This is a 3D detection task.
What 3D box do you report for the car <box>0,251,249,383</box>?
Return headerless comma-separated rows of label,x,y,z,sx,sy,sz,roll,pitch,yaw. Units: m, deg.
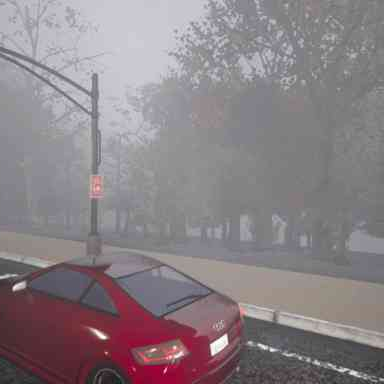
car,-1.347,1.563,4.641,4.181,1.385,1.994,0,0,35
